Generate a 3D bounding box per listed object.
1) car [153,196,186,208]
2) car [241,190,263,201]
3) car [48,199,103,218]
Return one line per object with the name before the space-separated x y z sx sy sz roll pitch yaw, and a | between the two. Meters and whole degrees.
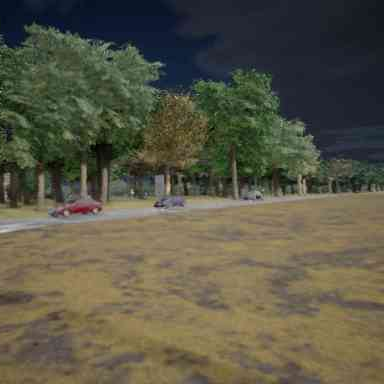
car | -2.520 1.146 38.048 1.994 1.385 4.181 -3 0 36
car | 10.020 0.615 55.471 2.097 1.767 4.553 -3 -1 36
car | -9.708 1.304 27.978 1.812 1.442 4.674 -3 -1 35
